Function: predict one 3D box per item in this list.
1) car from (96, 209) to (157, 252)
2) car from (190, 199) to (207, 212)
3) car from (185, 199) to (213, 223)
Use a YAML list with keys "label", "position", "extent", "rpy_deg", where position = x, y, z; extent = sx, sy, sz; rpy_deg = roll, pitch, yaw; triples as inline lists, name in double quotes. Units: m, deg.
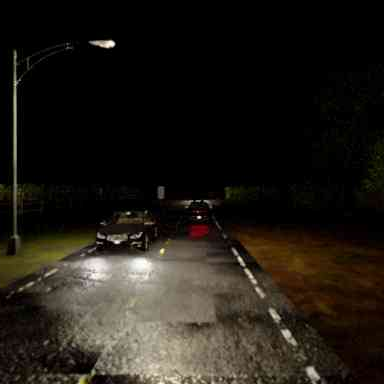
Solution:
- label: "car"
  position: [-2.592, 1.508, 14.067]
  extent: [1.837, 1.490, 4.892]
  rpy_deg: [0, 0, 1]
- label: "car"
  position: [0.760, 1.570, 39.966]
  extent: [1.994, 1.385, 4.181]
  rpy_deg: [0, 0, 1]
- label: "car"
  position: [0.535, 1.507, 25.656]
  extent: [1.837, 1.490, 4.892]
  rpy_deg: [0, 0, 1]
